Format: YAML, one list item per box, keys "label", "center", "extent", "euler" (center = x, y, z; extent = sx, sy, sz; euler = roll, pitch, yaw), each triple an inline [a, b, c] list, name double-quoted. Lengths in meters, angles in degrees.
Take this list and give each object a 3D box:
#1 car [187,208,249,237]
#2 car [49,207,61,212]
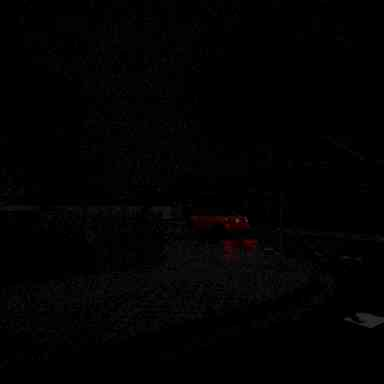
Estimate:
- label: "car"
  center: [1.565, 1.794, 21.456]
  extent: [2.097, 1.767, 4.553]
  euler: [1, -2, -32]
- label: "car"
  center: [-19.477, 2.820, 46.240]
  extent: [1.837, 1.490, 4.892]
  euler: [1, -2, -39]
